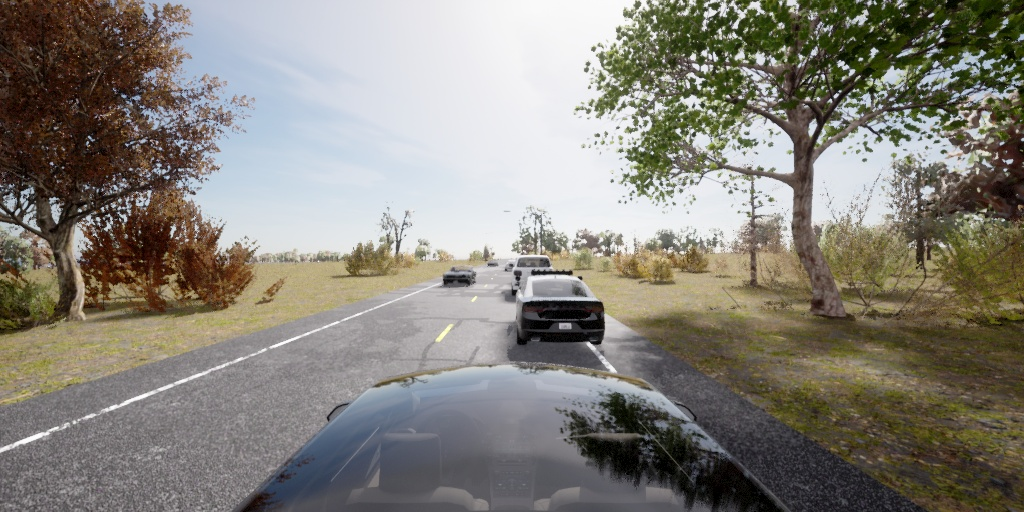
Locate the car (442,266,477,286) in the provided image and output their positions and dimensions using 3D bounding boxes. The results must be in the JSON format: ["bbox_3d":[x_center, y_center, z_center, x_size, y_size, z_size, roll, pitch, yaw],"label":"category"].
[{"bbox_3d":[-3.599,1.355,25.188,1.895,1.301,4.718,0,0,0],"label":"car"}]

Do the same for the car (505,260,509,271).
[{"bbox_3d":[0.040,1.283,48.268,1.812,1.442,4.674,0,0,1],"label":"car"}]

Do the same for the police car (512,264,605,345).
[{"bbox_3d":[1.051,1.177,9.648,1.930,1.638,5.238,0,0,0],"label":"police car"}]

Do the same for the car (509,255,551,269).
[{"bbox_3d":[1.051,0.978,19.569,2.150,2.045,5.566,0,0,0],"label":"car"}]
